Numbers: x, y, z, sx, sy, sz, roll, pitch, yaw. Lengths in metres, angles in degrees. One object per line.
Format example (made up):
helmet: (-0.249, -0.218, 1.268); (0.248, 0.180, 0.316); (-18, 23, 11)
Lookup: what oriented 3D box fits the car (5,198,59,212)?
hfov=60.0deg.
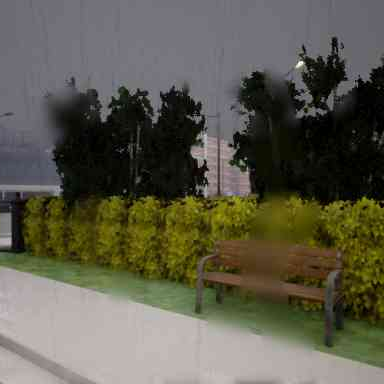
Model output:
car: (-18.674, 1.497, 39.046); (2.033, 1.411, 5.357); (0, 0, 35)

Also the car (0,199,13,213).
car: (-18.662, 1.481, 32.949); (1.837, 1.490, 4.892); (0, 0, 35)

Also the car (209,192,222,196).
car: (4.046, 0.766, 65.241); (2.128, 1.511, 4.902); (0, 1, 35)
